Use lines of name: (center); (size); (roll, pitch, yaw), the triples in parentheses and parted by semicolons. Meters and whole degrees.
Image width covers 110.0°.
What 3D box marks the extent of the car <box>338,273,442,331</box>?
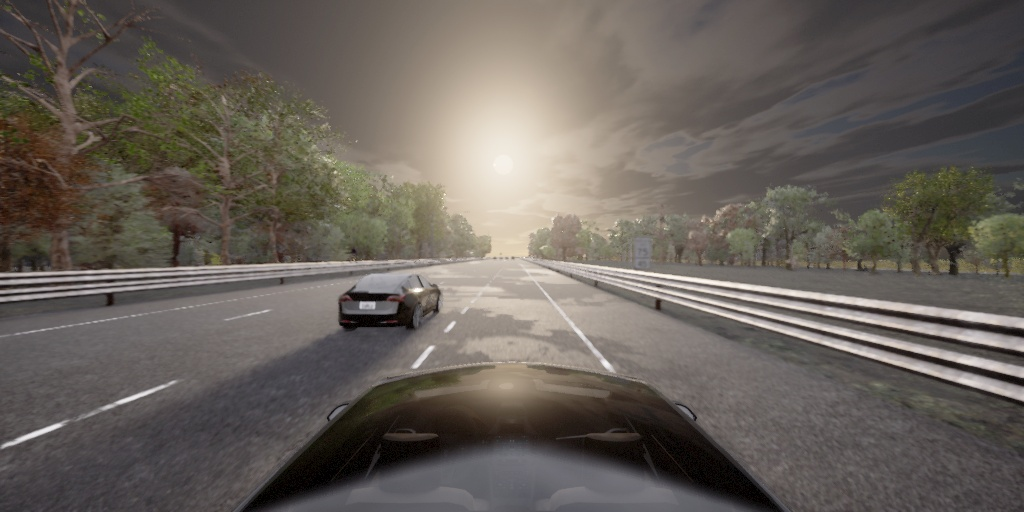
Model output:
car: (-3.478, 1.243, 10.994); (2.163, 1.488, 4.792); (0, 0, 0)
